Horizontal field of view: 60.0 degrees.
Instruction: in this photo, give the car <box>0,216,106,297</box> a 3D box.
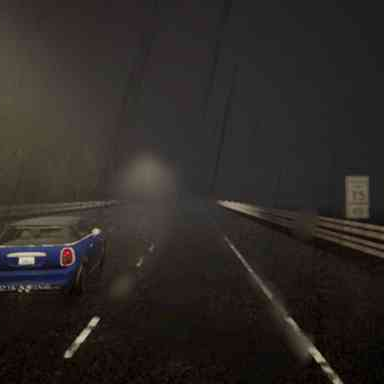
[{"bbox_3d":[-3.633,1.442,8.916,2.097,1.767,4.553,0,0,-7],"label":"car"}]
